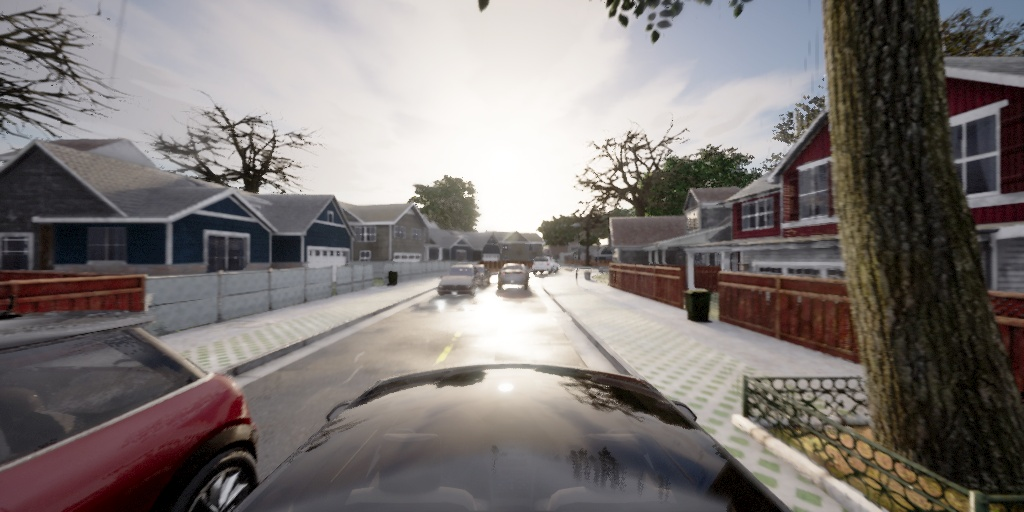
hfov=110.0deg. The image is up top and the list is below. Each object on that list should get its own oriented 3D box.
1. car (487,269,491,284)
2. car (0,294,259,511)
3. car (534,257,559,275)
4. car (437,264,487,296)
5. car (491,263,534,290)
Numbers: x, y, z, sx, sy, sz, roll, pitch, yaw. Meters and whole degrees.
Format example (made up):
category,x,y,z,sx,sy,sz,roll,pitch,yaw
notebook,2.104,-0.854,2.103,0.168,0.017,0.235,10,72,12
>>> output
category,x,y,z,sx,sy,sz,roll,pitch,yaw
car,-2.560,1.332,24.969,2.033,1.411,5.357,0,2,4
car,-2.848,1.102,0.618,2.097,1.767,4.553,0,0,0
car,4.095,1.144,42.866,2.150,2.045,5.566,0,-1,19
car,-2.750,1.208,19.798,2.033,1.411,5.357,0,4,0
car,0.172,1.257,22.829,2.128,1.511,4.902,0,0,4
